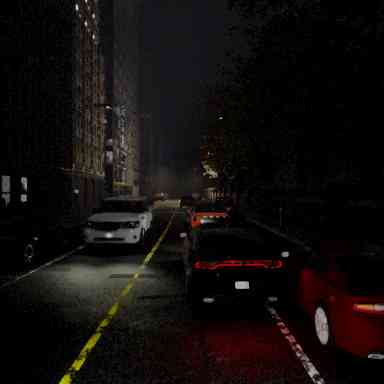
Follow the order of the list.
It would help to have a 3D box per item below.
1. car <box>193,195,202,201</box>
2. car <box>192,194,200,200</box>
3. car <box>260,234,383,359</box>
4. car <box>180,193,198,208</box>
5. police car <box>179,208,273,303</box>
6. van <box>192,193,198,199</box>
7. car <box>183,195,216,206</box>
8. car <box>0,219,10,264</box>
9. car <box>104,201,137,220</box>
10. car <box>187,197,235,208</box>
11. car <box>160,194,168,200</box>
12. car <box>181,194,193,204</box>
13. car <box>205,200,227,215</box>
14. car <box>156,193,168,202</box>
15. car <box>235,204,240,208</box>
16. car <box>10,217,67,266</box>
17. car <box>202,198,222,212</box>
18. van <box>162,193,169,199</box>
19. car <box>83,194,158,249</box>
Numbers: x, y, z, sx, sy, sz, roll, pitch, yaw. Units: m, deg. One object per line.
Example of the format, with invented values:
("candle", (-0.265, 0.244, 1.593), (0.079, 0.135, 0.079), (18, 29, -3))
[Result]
("car", (1.291, 1.374, 78.302), (2.008, 1.369, 4.403), (0, 0, -1))
("car", (1.015, 1.227, 89.418), (1.967, 1.590, 4.097), (0, 0, -1))
("car", (2.702, 1.544, 6.056), (1.887, 1.381, 4.507), (0, 0, 0))
("car", (-0.591, 1.269, 46.358), (2.097, 1.767, 4.553), (0, 0, -1))
("police car", (0.741, 1.423, 8.401), (1.930, 1.638, 5.238), (0, 0, -3))
("van", (0.877, 1.108, 94.976), (1.690, 1.788, 3.998), (0, 0, -1))
("car", (0.700, 1.328, 24.378), (2.097, 1.767, 4.553), (0, 0, 1))
("car", (-5.823, 1.314, 6.013), (2.192, 1.841, 5.009), (0, 0, 0))
("car", (-5.989, 1.532, 28.320), (1.947, 1.339, 4.313), (0, 0, -1))
("car", (0.908, 1.338, 18.328), (2.097, 1.767, 4.553), (0, 0, 0))
("car", (-7.515, 1.336, 89.470), (2.008, 1.369, 4.403), (0, 0, -1))
("car", (-0.937, 1.231, 59.585), (2.097, 1.767, 4.553), (0, 0, -1))
("car", (2.402, 1.535, 33.838), (1.802, 1.307, 4.206), (0, 0, -1))
("car", (-7.098, 1.154, 72.793), (2.192, 1.841, 5.009), (0, 0, -1))
("car", (2.653, 1.562, 22.713), (1.802, 1.307, 4.206), (0, 0, -1))
("car", (-5.816, 1.561, 11.574), (1.947, 1.339, 4.313), (0, 0, 0))
("car", (2.263, 1.488, 39.395), (2.008, 1.369, 4.403), (0, 0, -1))
("van", (-7.652, 1.106, 95.028), (1.690, 1.788, 3.998), (0, 0, -1))
("car", (-3.010, 1.213, 14.788), (2.150, 2.045, 5.566), (0, 0, 0))
